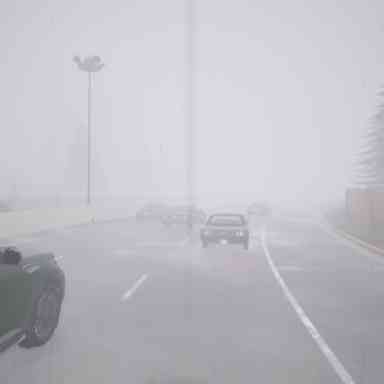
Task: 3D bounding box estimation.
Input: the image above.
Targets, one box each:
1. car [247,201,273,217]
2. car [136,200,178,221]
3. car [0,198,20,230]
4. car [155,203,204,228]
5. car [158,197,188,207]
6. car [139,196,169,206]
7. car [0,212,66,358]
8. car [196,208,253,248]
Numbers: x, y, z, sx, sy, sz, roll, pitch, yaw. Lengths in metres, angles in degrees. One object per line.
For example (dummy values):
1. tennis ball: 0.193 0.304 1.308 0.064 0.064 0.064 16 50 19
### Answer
1. car: 6.420 1.561 31.465 1.994 1.385 4.181 0 0 21
2. car: -2.784 1.528 26.216 1.994 1.385 4.181 0 0 16
3. car: -12.081 1.285 18.424 2.097 1.767 4.553 0 0 12
4. car: -0.393 1.525 22.082 2.033 1.411 5.357 0 0 15
5. car: -2.892 1.486 52.666 2.033 1.411 5.357 0 0 31
6. car: -6.050 1.471 54.208 2.033 1.411 5.357 0 0 30
7. car: -3.240 1.205 3.159 2.150 2.045 5.566 0 0 2
8. car: 1.603 1.594 14.764 1.895 1.301 4.718 0 0 10
